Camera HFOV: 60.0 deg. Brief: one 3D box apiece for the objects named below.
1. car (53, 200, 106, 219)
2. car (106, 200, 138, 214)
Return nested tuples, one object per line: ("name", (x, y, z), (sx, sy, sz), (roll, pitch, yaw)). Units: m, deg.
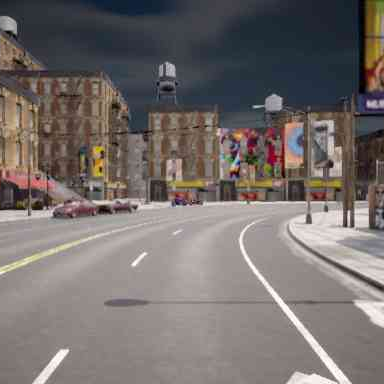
("car", (-9.898, 1.468, 28.895), (2.002, 1.452, 4.674), (0, 0, 20))
("car", (-7.733, 1.544, 34.201), (1.895, 1.301, 4.718), (0, 0, 30))
